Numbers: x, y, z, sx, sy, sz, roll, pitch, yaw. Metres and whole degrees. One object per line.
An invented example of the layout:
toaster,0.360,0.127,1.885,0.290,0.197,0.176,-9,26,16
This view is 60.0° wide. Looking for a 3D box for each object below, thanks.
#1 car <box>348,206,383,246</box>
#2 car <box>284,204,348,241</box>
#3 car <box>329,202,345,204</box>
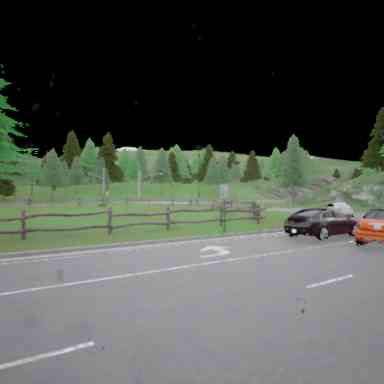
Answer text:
car,9.187,1.455,14.602,4.553,1.767,2.097,0,0,-35
car,6.812,1.606,17.254,4.892,1.490,1.837,0,0,-36
car,13.839,1.717,31.875,1.812,1.442,4.674,0,0,4
